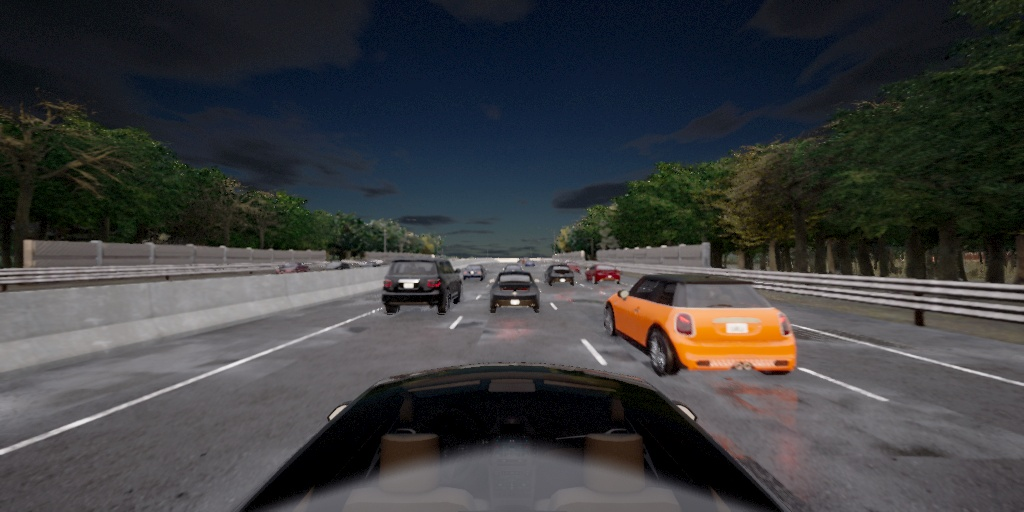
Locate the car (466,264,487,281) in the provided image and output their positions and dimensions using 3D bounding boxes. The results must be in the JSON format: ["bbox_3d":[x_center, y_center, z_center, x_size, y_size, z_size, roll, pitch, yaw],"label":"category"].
[{"bbox_3d":[-3.385,1.478,33.027,2.033,1.411,5.357,0,0,0],"label":"car"}]

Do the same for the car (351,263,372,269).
[{"bbox_3d":[-17.567,1.512,44.154,1.994,1.385,4.181,0,0,0],"label":"car"}]

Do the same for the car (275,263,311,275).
[{"bbox_3d":[-24.567,1.508,40.363,1.994,1.385,4.181,0,0,0],"label":"car"}]

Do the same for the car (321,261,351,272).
[{"bbox_3d":[-21.064,1.425,43.231,1.882,1.535,5.008,0,0,0],"label":"car"}]

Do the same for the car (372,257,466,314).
[{"bbox_3d":[-3.394,1.083,14.462,2.150,2.045,5.566,0,0,0],"label":"car"}]

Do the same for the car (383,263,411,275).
[{"bbox_3d":[-14.071,1.549,44.103,1.895,1.301,4.718,0,0,0],"label":"car"}]

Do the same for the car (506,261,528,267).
[{"bbox_3d":[0.115,1.479,33.440,2.033,1.411,5.357,0,0,0],"label":"car"}]

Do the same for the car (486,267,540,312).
[{"bbox_3d":[0.106,1.369,14.871,1.837,1.490,4.892,0,0,0],"label":"car"}]

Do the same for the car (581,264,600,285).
[{"bbox_3d":[7.102,1.398,28.521,1.882,1.535,5.008,0,-1,0],"label":"car"}]

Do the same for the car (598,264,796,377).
[{"bbox_3d":[3.503,1.162,7.703,2.097,1.767,4.553,0,-1,0],"label":"car"}]

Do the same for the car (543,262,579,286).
[{"bbox_3d":[3.512,1.424,27.231,1.837,1.490,4.892,0,0,0],"label":"car"}]

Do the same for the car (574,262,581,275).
[{"bbox_3d":[7.107,1.472,43.474,1.812,1.442,4.674,0,0,0],"label":"car"}]
